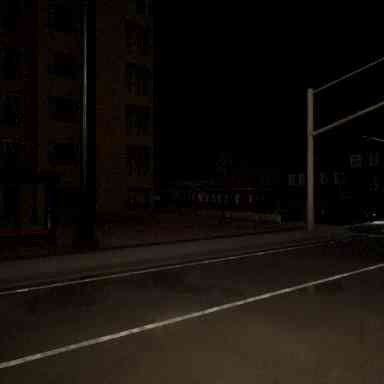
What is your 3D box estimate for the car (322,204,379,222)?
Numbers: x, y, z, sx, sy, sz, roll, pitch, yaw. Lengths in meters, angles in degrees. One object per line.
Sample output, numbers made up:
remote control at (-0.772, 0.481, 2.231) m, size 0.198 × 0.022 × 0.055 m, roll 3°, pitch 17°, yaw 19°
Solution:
car at (12.652, 1.658, 26.805) m, size 1.994 × 1.385 × 4.181 m, roll 0°, pitch -3°, yaw -36°
